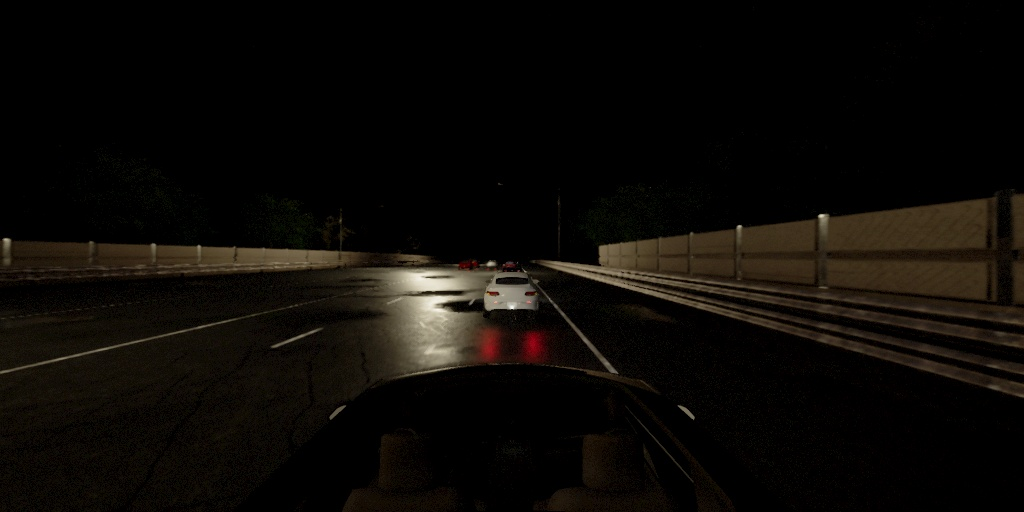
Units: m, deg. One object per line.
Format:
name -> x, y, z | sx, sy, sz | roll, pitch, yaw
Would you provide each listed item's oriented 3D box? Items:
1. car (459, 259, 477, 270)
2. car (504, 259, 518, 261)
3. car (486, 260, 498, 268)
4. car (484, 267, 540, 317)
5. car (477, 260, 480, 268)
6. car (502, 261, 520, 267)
car -> -6.999, 1.368, 55.240 | 1.882, 1.535, 5.008 | 0, 0, 0
car -> -0.177, 1.410, 50.983 | 1.994, 1.385, 4.181 | 0, 0, 9
car -> -3.458, 1.437, 64.355 | 1.812, 1.442, 4.674 | 0, 0, 1
car -> 0.000, 1.284, 13.015 | 1.812, 1.442, 4.674 | 0, 0, 0
car -> -6.960, 1.284, 64.361 | 2.097, 1.767, 4.553 | 0, 0, 1
car -> 0.003, 1.403, 35.249 | 1.895, 1.301, 4.718 | 0, 0, 0
